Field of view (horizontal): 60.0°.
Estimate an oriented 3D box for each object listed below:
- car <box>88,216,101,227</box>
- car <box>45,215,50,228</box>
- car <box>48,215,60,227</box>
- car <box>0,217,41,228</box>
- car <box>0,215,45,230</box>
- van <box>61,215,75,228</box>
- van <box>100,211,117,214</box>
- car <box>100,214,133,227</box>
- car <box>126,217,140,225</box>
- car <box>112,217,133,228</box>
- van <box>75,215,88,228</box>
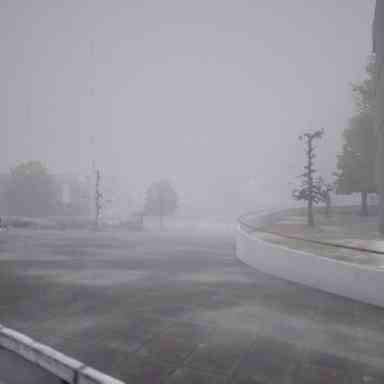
[{"bbox_3d":[-18.987,5.374,57.764,4.892,1.521,2.231,0,-5,5],"label":"car"},{"bbox_3d":[-20.691,3.893,41.575,1.812,1.442,4.674,-1,-6,24],"label":"car"},{"bbox_3d":[-22.965,4.524,49.580,5.366,1.575,1.946,0,-5,5],"label":"car"},{"bbox_3d":[-24.046,4.287,46.829,4.674,1.452,2.002,0,-6,5],"label":"car"},{"bbox_3d":[-18.865,3.372,35.720,2.128,1.511,4.902,-1,-6,21],"label":"car"},{"bbox_3d":[-21.397,4.586,52.314,4.442,1.987,1.878,0,-6,5],"label":"van"},{"bbox_3d":[-23.111,7.254,92.483,1.878,1.987,4.442,0,1,10],"label":"van"},{"bbox_3d":[-15.233,5.966,65.985,5.566,2.045,2.435,0,-5,5],"label":"car"},{"bbox_3d":[-15.422,7.659,87.693,2.163,1.488,4.792,1,1,9],"label":"car"},{"bbox_3d":[-11.841,5.850,60.934,2.128,1.511,4.902,-1,-6,25],"label":"car"},{"bbox_3d":[-20.135,4.868,55.053,4.442,1.987,1.878,0,-6,5],"label":"van"}]
